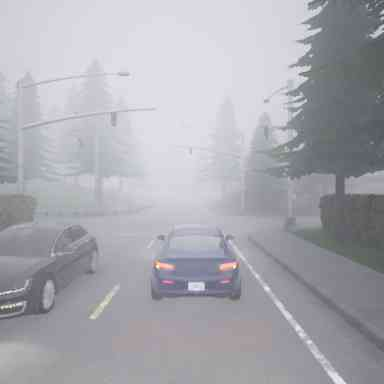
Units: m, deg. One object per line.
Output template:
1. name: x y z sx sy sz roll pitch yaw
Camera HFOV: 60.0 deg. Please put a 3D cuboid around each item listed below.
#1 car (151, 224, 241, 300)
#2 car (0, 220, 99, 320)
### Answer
1. car: 0.084 1.523 8.248 1.812 1.442 4.674 0 0 0
2. car: -3.566 1.498 7.670 1.837 1.490 4.892 0 1 0
